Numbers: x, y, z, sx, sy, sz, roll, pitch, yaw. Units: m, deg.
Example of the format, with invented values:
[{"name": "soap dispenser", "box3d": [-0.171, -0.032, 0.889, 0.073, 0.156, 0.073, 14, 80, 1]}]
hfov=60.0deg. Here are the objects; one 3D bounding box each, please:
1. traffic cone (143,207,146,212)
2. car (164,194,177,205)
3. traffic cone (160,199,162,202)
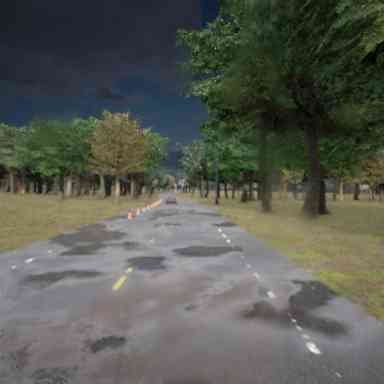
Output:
[{"name": "traffic cone", "box3d": [-5.445, 1.924, 37.795, 0.340, 0.580, 0.340, 0, 0, -2]}, {"name": "car", "box3d": [-3.583, 1.533, 58.231, 1.994, 1.385, 4.181, 0, 0, -3]}, {"name": "traffic cone", "box3d": [-6.378, 1.925, 62.722, 0.340, 0.580, 0.340, 0, 0, -3]}]
